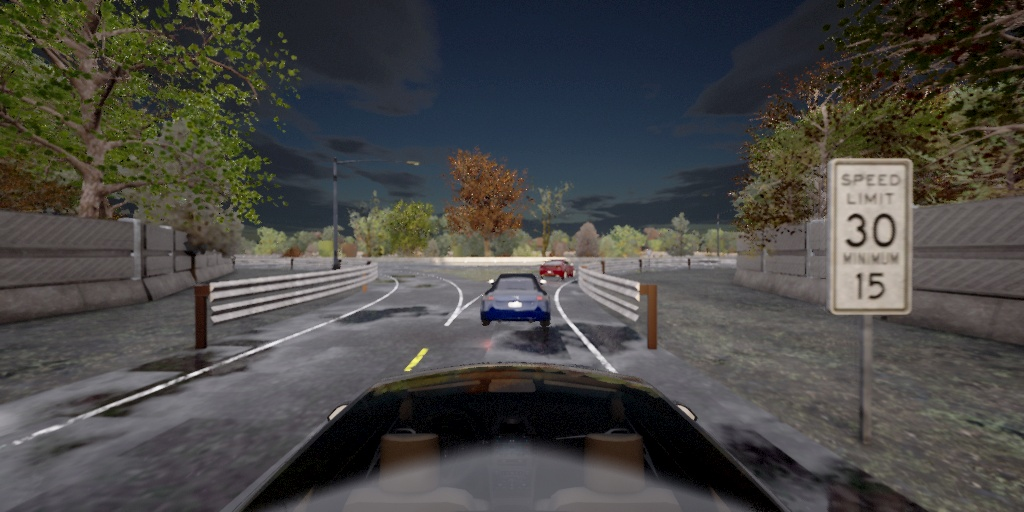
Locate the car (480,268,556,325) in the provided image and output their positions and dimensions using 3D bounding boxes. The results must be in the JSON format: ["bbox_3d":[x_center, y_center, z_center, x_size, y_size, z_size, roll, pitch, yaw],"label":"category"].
[{"bbox_3d":[0.162,1.241,11.477,1.994,1.385,4.181,0,0,2],"label":"car"}]

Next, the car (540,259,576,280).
[{"bbox_3d":[3.703,1.025,28.524,1.882,1.535,5.008,0,0,22],"label":"car"}]
